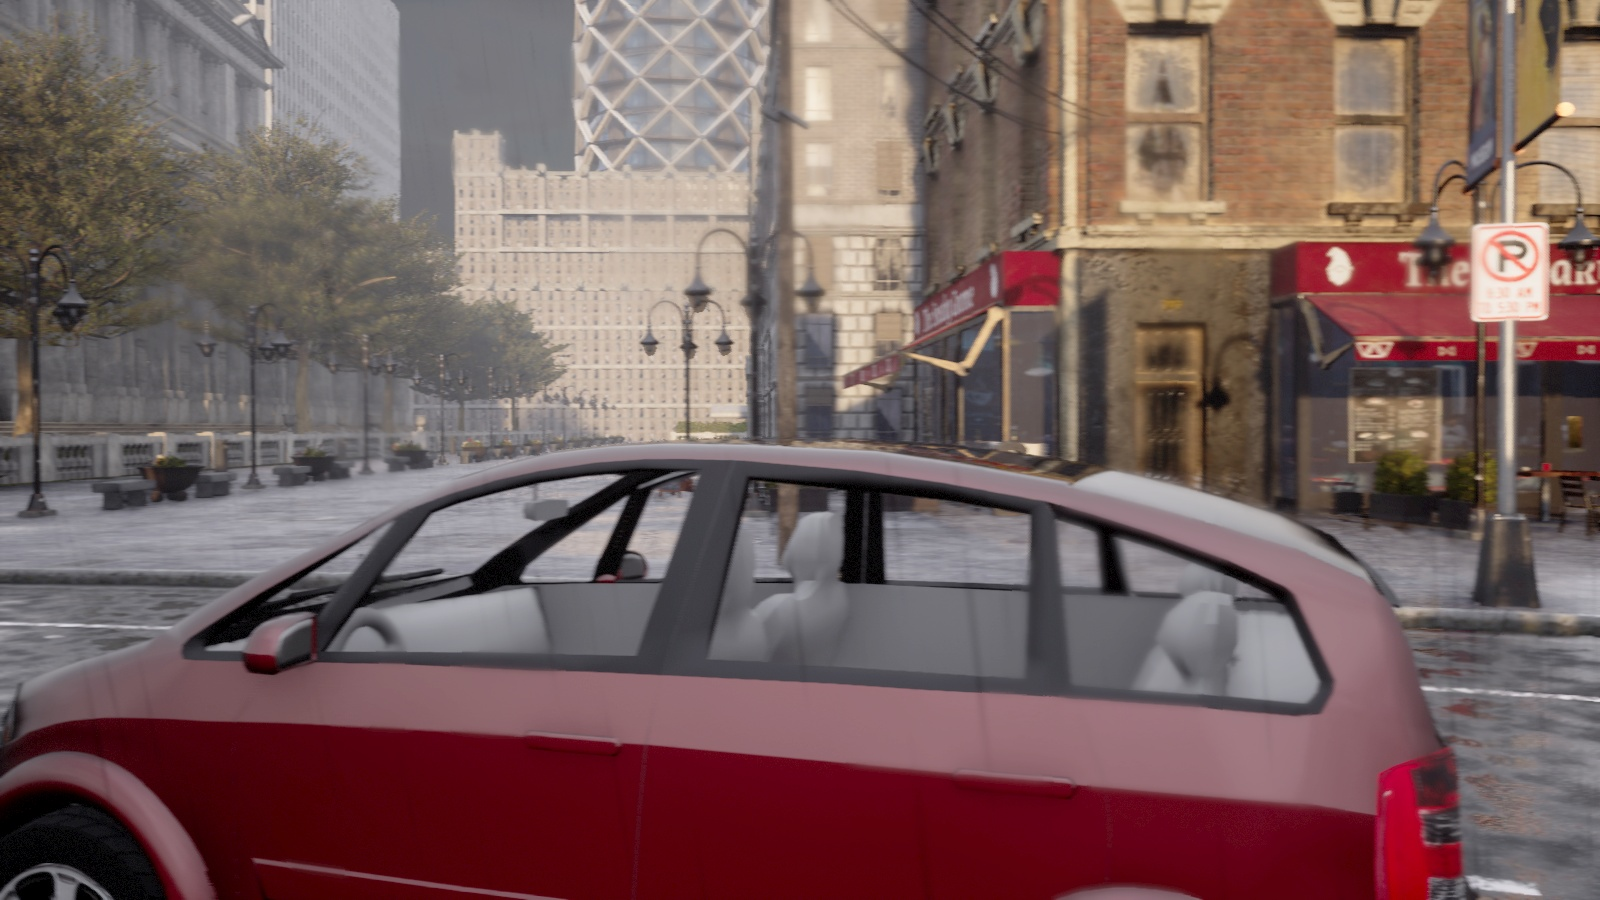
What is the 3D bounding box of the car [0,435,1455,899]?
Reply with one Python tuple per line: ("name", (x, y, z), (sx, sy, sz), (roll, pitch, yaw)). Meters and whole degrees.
("car", (-0.471, 0.746, 3.363), (3.705, 1.549, 1.789), (1, 1, 19))
